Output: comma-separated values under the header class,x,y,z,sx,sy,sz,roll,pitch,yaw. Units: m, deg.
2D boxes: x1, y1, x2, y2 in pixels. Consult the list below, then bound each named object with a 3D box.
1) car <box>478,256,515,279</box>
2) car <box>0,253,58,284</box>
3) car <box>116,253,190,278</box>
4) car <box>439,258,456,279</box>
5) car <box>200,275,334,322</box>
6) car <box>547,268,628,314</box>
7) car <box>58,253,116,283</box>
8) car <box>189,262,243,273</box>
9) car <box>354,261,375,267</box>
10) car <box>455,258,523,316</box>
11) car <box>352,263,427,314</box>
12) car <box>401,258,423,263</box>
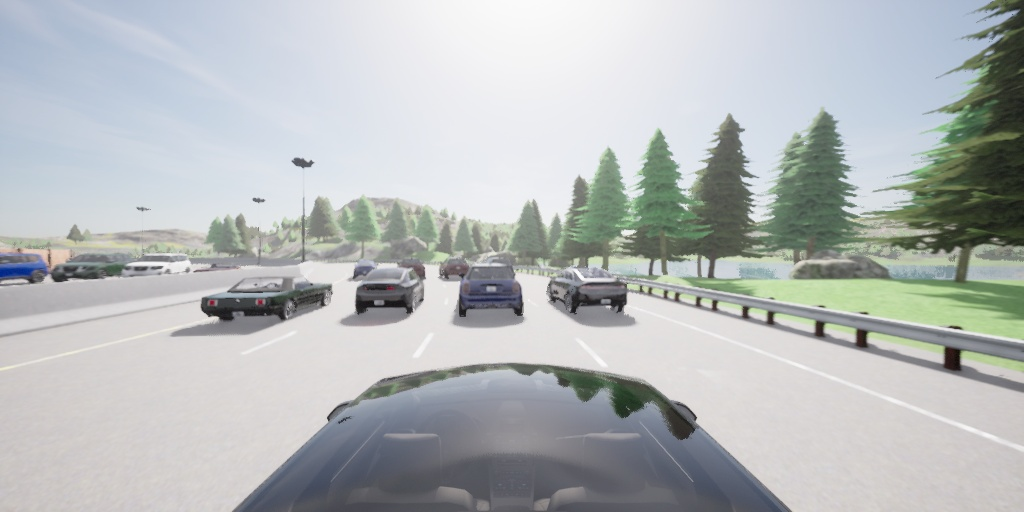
class,x,y,z,sx,sy,sz,roll,pitch,yaw
car,-1.450,0.924,30.936,2.097,1.767,4.553,0,0,-18
car,-31.647,0.831,21.824,2.150,2.045,5.566,0,0,-21
car,-26.028,0.806,26.588,2.150,2.045,5.566,0,0,-23
car,-4.896,0.926,30.266,2.097,1.767,4.553,0,0,-18
car,-7.723,1.284,11.996,1.895,1.301,4.718,0,0,-7
car,2.625,1.172,13.460,2.128,1.511,4.902,0,0,-7
car,-29.268,0.810,25.378,2.150,2.045,5.566,0,0,-23
car,-22.844,1.176,28.073,1.895,1.301,4.718,0,0,-23
car,-12.240,1.096,30.082,1.812,1.442,4.674,0,0,-21
car,-0.883,1.031,13.301,2.097,1.767,4.553,0,0,-7
car,-4.424,1.181,13.532,1.837,1.490,4.892,0,0,-7
car,-8.357,0.928,29.576,2.097,1.767,4.553,0,0,-19
